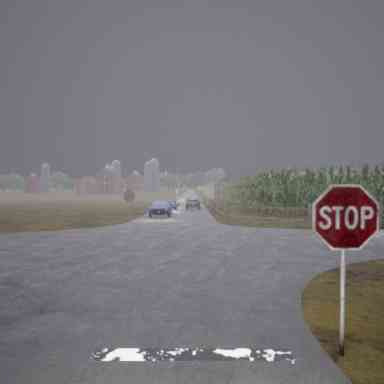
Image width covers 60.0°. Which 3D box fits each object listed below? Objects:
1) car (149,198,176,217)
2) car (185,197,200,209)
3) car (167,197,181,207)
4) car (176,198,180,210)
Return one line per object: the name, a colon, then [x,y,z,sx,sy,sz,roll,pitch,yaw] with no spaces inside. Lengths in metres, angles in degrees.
car: [-2.839,1.448,30.876,1.882,1.535,5.008,0,0,0]
car: [0.121,1.435,45.121,2.128,1.511,4.902,0,0,0]
car: [-2.817,1.530,51.670,1.895,1.301,4.718,0,0,0]
car: [-2.828,1.516,40.822,1.994,1.385,4.181,0,0,0]
